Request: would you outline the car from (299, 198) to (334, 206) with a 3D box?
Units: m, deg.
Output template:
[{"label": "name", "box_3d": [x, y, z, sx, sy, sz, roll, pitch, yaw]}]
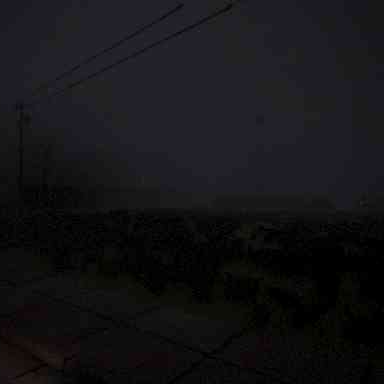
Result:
[{"label": "car", "box_3d": [13.697, 1.400, 36.391, 4.674, 1.442, 1.812, 1, 2, -32]}]

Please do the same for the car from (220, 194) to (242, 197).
[{"label": "car", "box_3d": [5.781, 1.183, 54.272, 1.895, 1.301, 4.718, 1, 1, 37]}]

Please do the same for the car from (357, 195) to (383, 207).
[{"label": "car", "box_3d": [21.057, 1.293, 37.133, 4.605, 1.855, 1.932, 1, 1, 36]}]

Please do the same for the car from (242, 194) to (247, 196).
[{"label": "car", "box_3d": [9.136, 1.096, 58.915, 1.837, 1.490, 4.892, 1, 1, 36]}]
